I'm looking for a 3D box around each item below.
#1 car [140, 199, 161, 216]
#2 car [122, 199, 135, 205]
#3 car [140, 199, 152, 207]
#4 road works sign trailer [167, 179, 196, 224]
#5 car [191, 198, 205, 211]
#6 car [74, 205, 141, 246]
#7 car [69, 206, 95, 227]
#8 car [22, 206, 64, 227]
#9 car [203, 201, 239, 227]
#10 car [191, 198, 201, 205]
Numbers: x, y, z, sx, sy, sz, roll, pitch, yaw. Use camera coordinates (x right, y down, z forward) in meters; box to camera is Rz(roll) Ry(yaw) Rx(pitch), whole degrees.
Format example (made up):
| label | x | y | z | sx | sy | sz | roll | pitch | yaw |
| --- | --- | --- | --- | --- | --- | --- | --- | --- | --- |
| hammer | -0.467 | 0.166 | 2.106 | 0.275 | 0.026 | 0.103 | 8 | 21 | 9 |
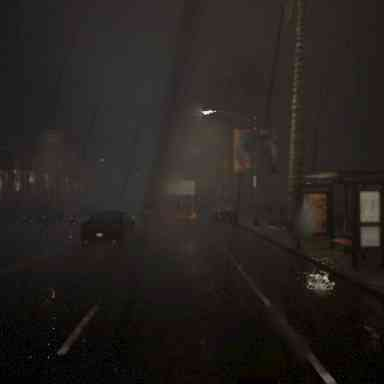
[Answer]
| label | x | y | z | sx | sy | sz | roll | pitch | yaw |
| --- | --- | --- | --- | --- | --- | --- | --- | --- | --- |
| car | -4.617 | 1.869 | 37.760 | 1.837 | 1.490 | 4.892 | 0 | 0 | -2 |
| car | -12.561 | 2.138 | 66.155 | 1.882 | 1.535 | 5.008 | 0 | 0 | -1 |
| car | -9.056 | 2.142 | 65.830 | 1.837 | 1.490 | 4.892 | 0 | 0 | -1 |
| road works sign trailer | -0.879 | 0.716 | 27.487 | 2.380 | 3.560 | 2.880 | 0 | -1 | -2 |
| car | 1.336 | 1.834 | 54.288 | 2.185 | 1.767 | 4.553 | 0 | -1 | -2 |
| car | -3.913 | 1.645 | 16.252 | 1.882 | 1.535 | 5.008 | 0 | -1 | -2 |
| car | -7.915 | 1.798 | 25.606 | 1.812 | 1.442 | 4.674 | 0 | -1 | -2 |
| car | -11.427 | 1.819 | 25.891 | 1.812 | 1.442 | 4.674 | 0 | -1 | -2 |
| car | 2.299 | 1.693 | 24.929 | 2.231 | 1.521 | 4.892 | 0 | -1 | -2 |
| car | 0.919 | 2.191 | 76.213 | 2.161 | 1.482 | 4.786 | 0 | -1 | -2 |
